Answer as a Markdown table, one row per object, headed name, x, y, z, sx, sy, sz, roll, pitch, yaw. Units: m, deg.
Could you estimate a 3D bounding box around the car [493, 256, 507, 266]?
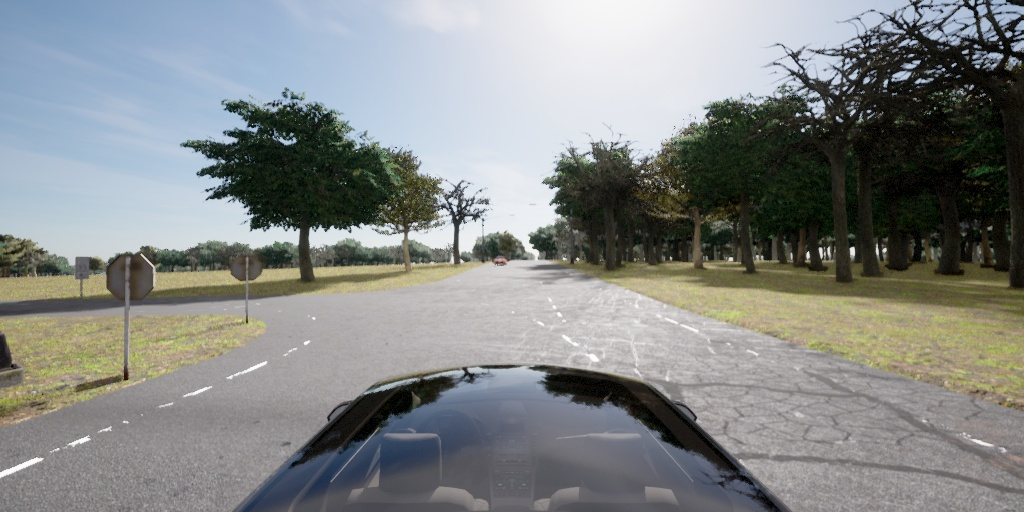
| name | x | y | z | sx | sy | sz | roll | pitch | yaw |
| --- | --- | --- | --- | --- | --- | --- | --- | --- | --- |
| car | -2.043 | 0.774 | 62.168 | 2.097 | 1.767 | 4.553 | -1 | 1 | 2 |
